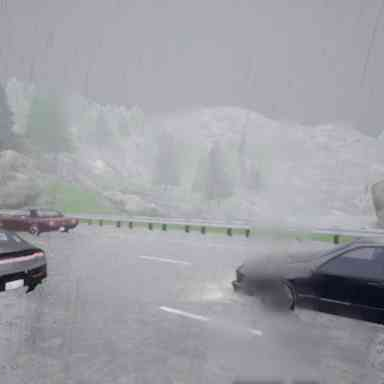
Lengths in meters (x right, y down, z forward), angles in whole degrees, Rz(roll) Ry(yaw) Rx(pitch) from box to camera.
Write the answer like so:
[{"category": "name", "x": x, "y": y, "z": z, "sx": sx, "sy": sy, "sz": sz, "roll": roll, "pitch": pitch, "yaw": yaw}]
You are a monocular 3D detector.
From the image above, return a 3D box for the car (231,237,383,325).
[{"category": "car", "x": 3.409, "y": 1.530, "z": 5.798, "sx": 5.357, "sy": 1.411, "sz": 2.033, "roll": 0, "pitch": 0, "yaw": 35}]

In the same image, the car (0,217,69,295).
[{"category": "car", "x": -5.227, "y": 1.452, "z": 7.330, "sx": 4.902, "sy": 1.511, "sz": 2.128, "roll": 0, "pitch": 0, "yaw": 33}]

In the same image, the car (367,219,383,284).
[{"category": "car", "x": 6.787, "y": 1.506, "z": 7.652, "sx": 4.674, "sy": 1.442, "sz": 1.812, "roll": 0, "pitch": 0, "yaw": 36}]

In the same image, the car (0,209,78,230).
[{"category": "car", "x": -8.284, "y": 1.515, "z": 17.421, "sx": 4.718, "sy": 1.301, "sz": 1.895, "roll": 0, "pitch": 0, "yaw": 30}]
